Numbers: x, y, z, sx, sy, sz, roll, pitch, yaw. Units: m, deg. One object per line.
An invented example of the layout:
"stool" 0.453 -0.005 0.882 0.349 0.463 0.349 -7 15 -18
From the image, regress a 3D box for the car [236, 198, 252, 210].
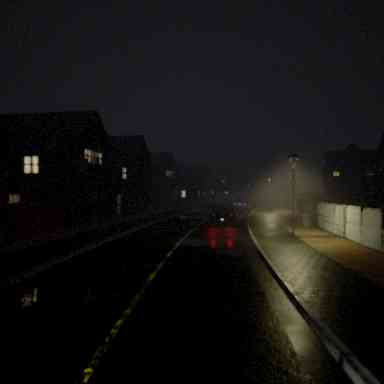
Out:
"car" 6.425 1.510 42.256 2.033 1.411 5.357 0 0 16

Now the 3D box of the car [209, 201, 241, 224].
"car" 2.470 1.618 25.279 1.895 1.301 4.718 0 0 10
